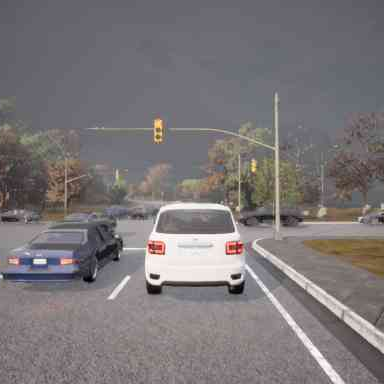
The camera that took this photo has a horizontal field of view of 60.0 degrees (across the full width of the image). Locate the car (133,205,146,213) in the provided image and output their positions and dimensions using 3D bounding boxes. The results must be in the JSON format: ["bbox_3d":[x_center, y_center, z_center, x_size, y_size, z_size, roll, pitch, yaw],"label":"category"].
[{"bbox_3d":[-10.562,3.468,67.671,1.895,1.301,4.718,0,0,0],"label":"car"}]

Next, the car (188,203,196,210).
[{"bbox_3d":[-0.060,3.318,77.591,1.837,1.490,4.892,0,0,0],"label":"car"}]

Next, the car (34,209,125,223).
[{"bbox_3d":[-6.069,1.871,18.694,2.128,1.511,4.902,-1,-2,17],"label":"car"}]

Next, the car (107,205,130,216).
[{"bbox_3d":[-10.644,2.800,47.095,2.150,2.045,5.566,0,-2,-2],"label":"car"}]

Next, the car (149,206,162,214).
[{"bbox_3d":[-7.090,3.469,65.187,1.895,1.301,4.718,0,0,0],"label":"car"}]

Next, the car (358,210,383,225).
[{"bbox_3d":[18.953,2.493,32.853,4.902,1.511,2.128,0,-3,-3],"label":"car"}]

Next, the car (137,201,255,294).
[{"bbox_3d":[0.076,1.318,9.125,2.150,2.045,5.566,0,-1,0],"label":"car"}]

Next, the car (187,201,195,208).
[{"bbox_3d":[-0.185,3.271,87.743,1.837,1.490,4.892,0,0,-3],"label":"car"}]

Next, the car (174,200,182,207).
[{"bbox_3d":[-3.661,3.077,87.387,1.882,1.535,5.008,0,0,-3],"label":"car"}]

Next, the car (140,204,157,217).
[{"bbox_3d":[-7.133,2.997,55.266,2.150,2.045,5.566,0,-1,0],"label":"car"}]

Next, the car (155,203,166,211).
[{"bbox_3d":[-7.058,3.367,75.885,2.033,1.411,5.357,0,0,0],"label":"car"}]

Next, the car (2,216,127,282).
[{"bbox_3d":[-3.425,1.662,9.977,2.033,1.411,5.357,0,-1,0],"label":"car"}]

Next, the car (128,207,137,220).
[{"bbox_3d":[-7.122,3.135,45.738,1.895,1.301,4.718,0,-2,-1],"label":"car"}]

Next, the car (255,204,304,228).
[{"bbox_3d":[6.842,2.053,29.022,5.566,2.045,2.150,0,-3,-1],"label":"car"}]

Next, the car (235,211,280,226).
[{"bbox_3d":[6.402,2.568,32.914,4.181,1.385,1.994,0,-3,8],"label":"car"}]

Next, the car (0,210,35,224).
[{"bbox_3d":[-17.910,2.552,34.242,4.902,1.511,2.128,0,-3,9],"label":"car"}]
